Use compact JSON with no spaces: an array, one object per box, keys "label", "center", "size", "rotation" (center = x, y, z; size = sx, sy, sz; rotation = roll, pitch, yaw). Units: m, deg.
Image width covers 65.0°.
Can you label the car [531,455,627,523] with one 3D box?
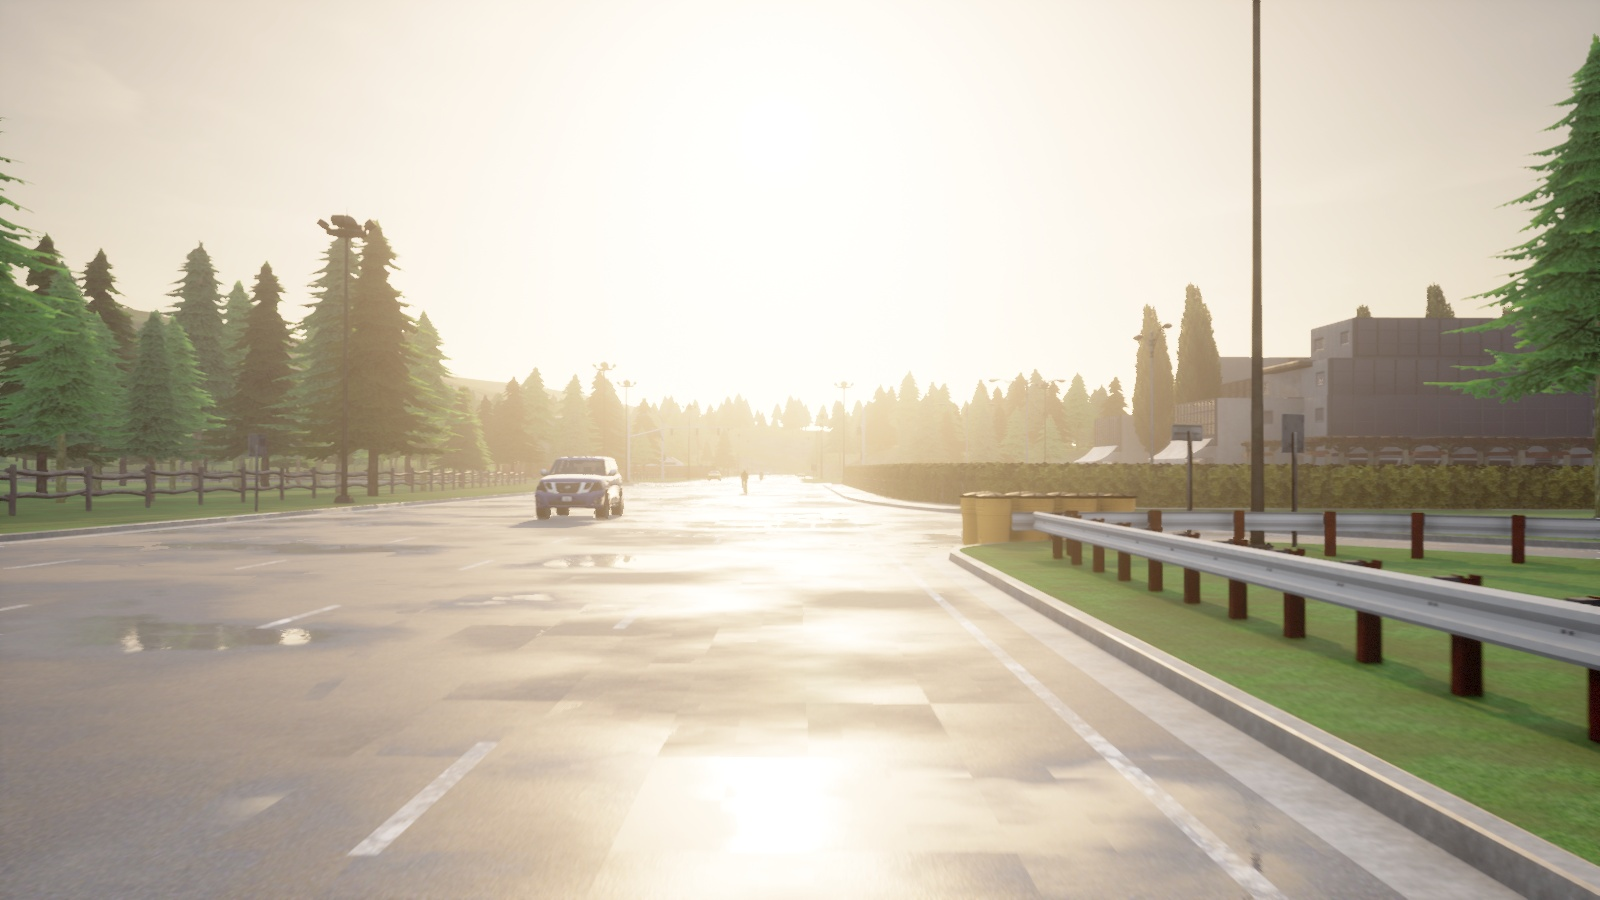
[{"label":"car","center":[-7.096,1.248,40.919],"size":[2.150,2.045,5.566],"rotation":[0,-1,0]}]
